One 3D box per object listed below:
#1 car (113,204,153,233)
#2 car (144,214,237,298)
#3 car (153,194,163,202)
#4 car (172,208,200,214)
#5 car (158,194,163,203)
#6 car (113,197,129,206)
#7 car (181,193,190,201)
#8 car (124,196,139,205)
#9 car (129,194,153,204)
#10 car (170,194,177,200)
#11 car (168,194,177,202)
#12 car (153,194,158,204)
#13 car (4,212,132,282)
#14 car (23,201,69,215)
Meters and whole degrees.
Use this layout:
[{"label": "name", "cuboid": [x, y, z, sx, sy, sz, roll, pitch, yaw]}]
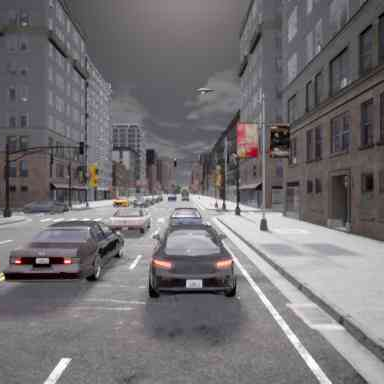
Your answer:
[{"label": "car", "cuboid": [-3.513, 1.602, 19.432, 1.895, 1.301, 4.718, 0, 0, -1]}, {"label": "car", "cuboid": [-0.038, 1.526, 8.429, 1.812, 1.442, 4.674, 0, 0, -2]}, {"label": "car", "cuboid": [-8.081, 1.353, 79.475, 2.097, 1.767, 4.553, 0, 0, -1]}, {"label": "car", "cuboid": [-0.333, 1.549, 18.016, 2.033, 1.411, 5.357, 0, 0, -1]}, {"label": "car", "cuboid": [-7.874, 1.538, 69.244, 2.128, 1.511, 4.902, 0, 0, -1]}, {"label": "car", "cuboid": [-10.859, 1.489, 51.494, 1.882, 1.535, 5.008, 0, 0, -1]}, {"label": "car", "cuboid": [-1.606, 1.603, 80.797, 1.895, 1.301, 4.718, 0, 0, -1]}, {"label": "car", "cuboid": [-11.011, 1.538, 60.716, 1.812, 1.442, 4.674, 0, 0, -1]}, {"label": "car", "cuboid": [-7.577, 1.502, 50.021, 2.128, 1.511, 4.902, 0, 0, -1]}, {"label": "car", "cuboid": [-5.058, 1.378, 90.702, 1.837, 1.490, 4.892, 0, 0, -1]}, {"label": "car", "cuboid": [-4.847, 1.485, 80.285, 1.882, 1.535, 5.008, 0, 0, -1]}, {"label": "car", "cuboid": [-7.748, 1.504, 59.374, 2.128, 1.511, 4.902, 0, 0, -1]}, {"label": "car", "cuboid": [-3.314, 1.547, 9.767, 2.033, 1.411, 5.357, 0, 0, -1]}, {"label": "car", "cuboid": [-14.710, 1.556, 33.562, 4.181, 1.385, 1.994, 0, 0, -1]}]
